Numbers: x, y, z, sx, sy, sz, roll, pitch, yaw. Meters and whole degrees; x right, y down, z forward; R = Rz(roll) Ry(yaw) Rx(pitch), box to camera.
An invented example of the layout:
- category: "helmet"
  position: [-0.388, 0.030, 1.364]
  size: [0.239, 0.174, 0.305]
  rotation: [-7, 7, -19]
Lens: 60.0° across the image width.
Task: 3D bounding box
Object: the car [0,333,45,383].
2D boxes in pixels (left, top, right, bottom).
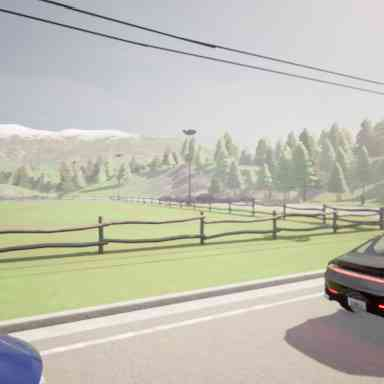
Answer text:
- category: "car"
  position: [-3.349, 1.524, 1.839]
  size: [4.674, 1.442, 1.812]
  rotation: [0, 0, -29]

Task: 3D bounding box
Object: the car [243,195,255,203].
- category: "car"
  position: [11.415, 1.518, 70.653]
  size: [1.837, 1.490, 4.892]
  rotation: [0, 0, -28]

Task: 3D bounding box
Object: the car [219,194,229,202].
- category: "car"
  position: [5.042, 1.578, 67.724]
  size: [1.994, 1.385, 4.181]
  rotation: [0, 0, -28]

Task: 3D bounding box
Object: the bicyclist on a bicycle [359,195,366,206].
- category: "bicyclist on a bicycle"
  position: [26.342, 1.325, 51.474]
  size: [1.656, 1.620, 0.582]
  rotation: [0, 0, -28]

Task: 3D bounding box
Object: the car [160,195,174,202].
- category: "car"
  position: [-5.780, 1.458, 73.071]
  size: [1.837, 1.490, 4.892]
  rotation: [0, 0, -28]

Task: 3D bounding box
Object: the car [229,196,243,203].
- category: "car"
  position: [8.139, 1.568, 69.355]
  size: [1.994, 1.385, 4.181]
  rotation: [0, 0, -28]

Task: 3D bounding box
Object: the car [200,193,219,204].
- category: "car"
  position: [2.384, 1.234, 65.277]
  size: [2.150, 2.045, 5.566]
  rotation: [0, 0, -28]

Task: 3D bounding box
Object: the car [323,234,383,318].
- category: "car"
  position: [4.650, 1.495, 6.229]
  size: [4.902, 1.511, 2.128]
  rotation: [0, 0, -28]

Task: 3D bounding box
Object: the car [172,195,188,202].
- category: "car"
  position: [-2.698, 1.484, 74.728]
  size: [1.812, 1.442, 4.674]
  rotation: [0, 0, -28]

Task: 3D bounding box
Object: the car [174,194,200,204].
- category: "car"
  position: [-0.972, 1.362, 64.128]
  size: [2.097, 1.767, 4.553]
  rotation: [0, 0, -28]

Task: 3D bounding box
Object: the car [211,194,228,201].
- category: "car"
  position: [6.566, 1.315, 79.673]
  size: [2.097, 1.767, 4.553]
  rotation: [0, 0, -28]

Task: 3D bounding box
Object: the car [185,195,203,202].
- category: "car"
  position: [0.386, 1.437, 76.385]
  size: [1.882, 1.535, 5.008]
  rotation: [0, 0, -28]
